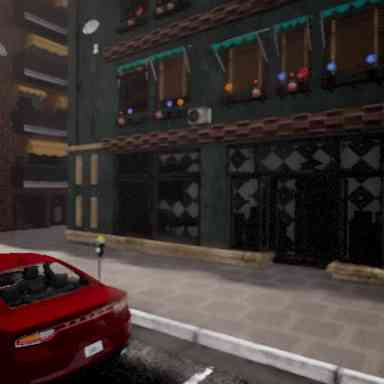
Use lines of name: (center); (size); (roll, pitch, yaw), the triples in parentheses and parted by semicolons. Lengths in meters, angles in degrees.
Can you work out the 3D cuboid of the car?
car: (-2.887, 1.589, 4.917); (4.507, 1.381, 1.887); (-1, 1, 36)
